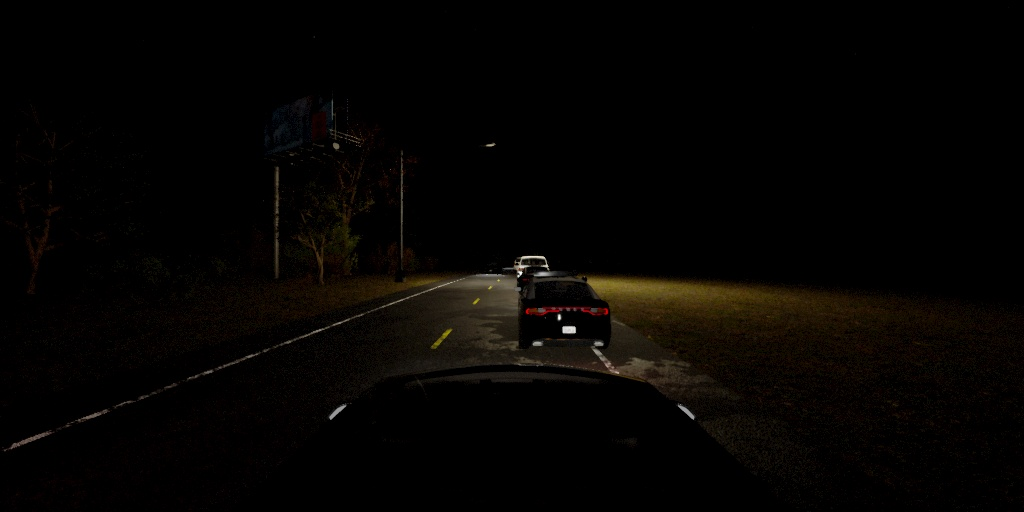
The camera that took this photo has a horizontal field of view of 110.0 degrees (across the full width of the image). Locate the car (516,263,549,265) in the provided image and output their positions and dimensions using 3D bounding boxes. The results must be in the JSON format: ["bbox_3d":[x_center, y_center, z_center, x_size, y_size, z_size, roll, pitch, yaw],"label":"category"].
[{"bbox_3d":[1.276,1.296,19.152,1.837,1.490,4.892,0,0,1],"label":"car"}]

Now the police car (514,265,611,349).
[{"bbox_3d":[1.099,1.184,9.297,1.930,1.638,5.238,0,0,1],"label":"police car"}]

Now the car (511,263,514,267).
[{"bbox_3d":[1.392,1.203,46.506,2.150,2.045,5.566,0,0,4],"label":"car"}]

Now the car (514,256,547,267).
[{"bbox_3d":[1.445,1.044,25.161,2.150,2.045,5.566,0,0,2],"label":"car"}]

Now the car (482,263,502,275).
[{"bbox_3d":[-2.328,1.513,42.681,1.994,1.385,4.181,0,0,3],"label":"car"}]
